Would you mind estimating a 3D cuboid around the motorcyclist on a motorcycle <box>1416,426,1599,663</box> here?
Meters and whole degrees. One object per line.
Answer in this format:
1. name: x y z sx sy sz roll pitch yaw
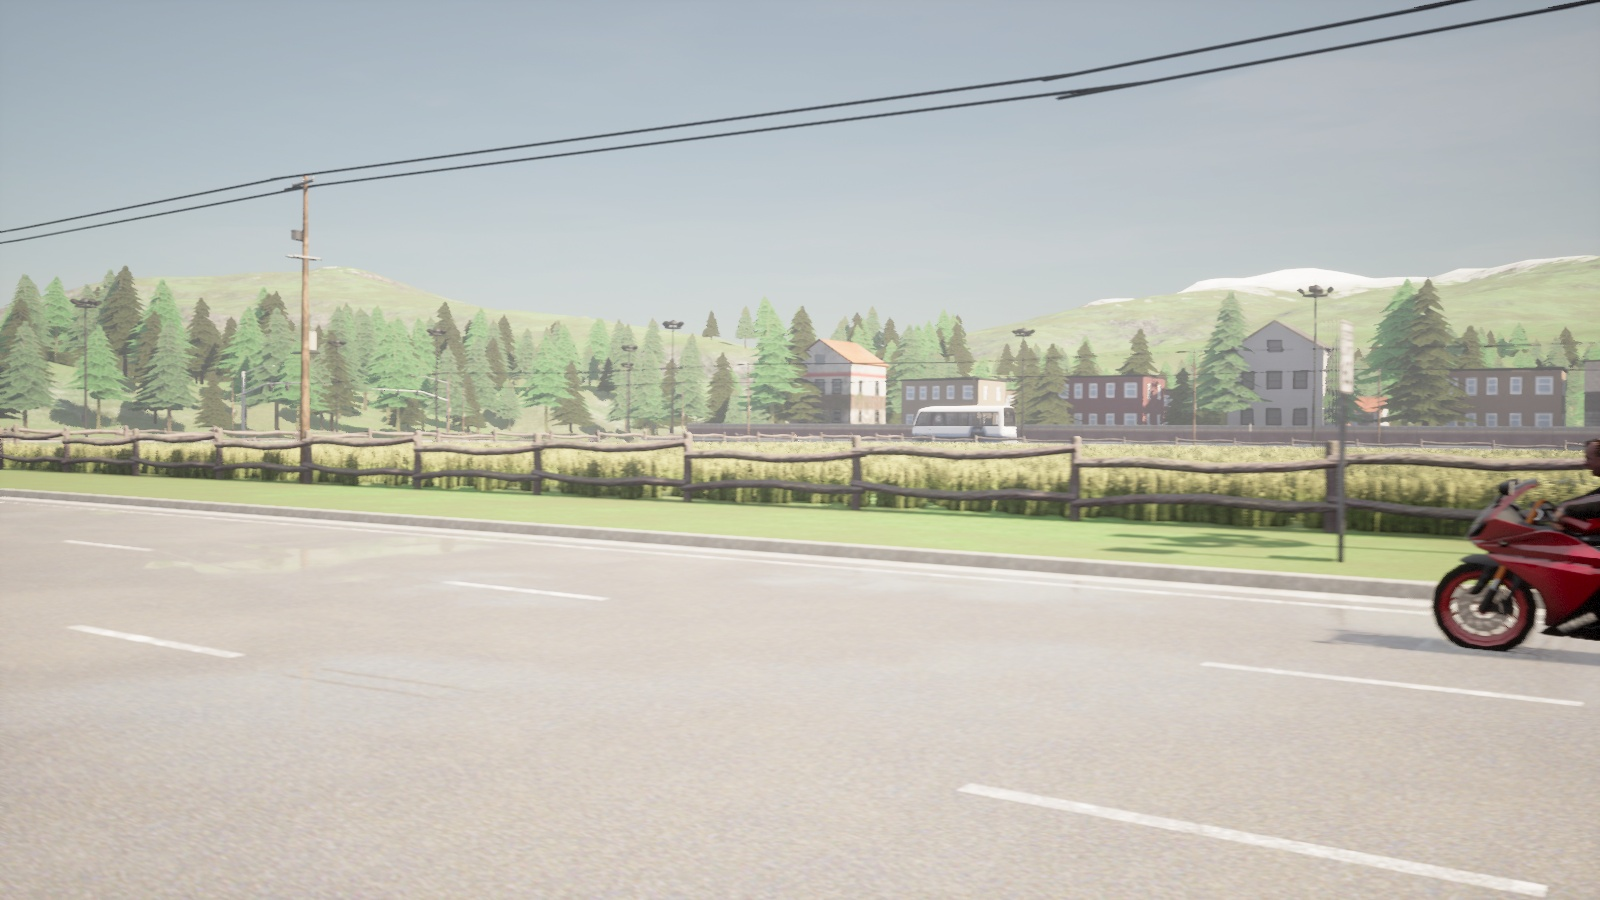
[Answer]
1. motorcyclist on a motorcycle: 5.413 0.602 8.431 2.191 1.530 0.866 0 1 34
